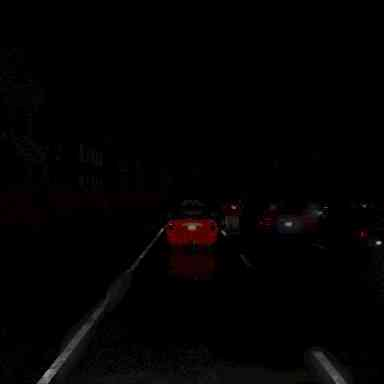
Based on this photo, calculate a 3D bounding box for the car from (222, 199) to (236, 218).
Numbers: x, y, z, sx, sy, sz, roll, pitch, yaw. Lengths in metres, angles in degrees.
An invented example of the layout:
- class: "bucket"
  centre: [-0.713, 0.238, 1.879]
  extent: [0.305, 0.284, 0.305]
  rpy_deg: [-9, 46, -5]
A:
- class: "car"
  centre: [3.500, 1.363, 29.633]
  extent: [2.097, 1.767, 4.553]
  rpy_deg: [0, 0, 0]

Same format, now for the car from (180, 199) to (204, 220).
- class: "car"
  centre: [0.000, 1.482, 29.663]
  extent: [1.882, 1.535, 5.008]
  rpy_deg: [0, 0, 0]

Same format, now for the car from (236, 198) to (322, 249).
- class: "car"
  centre: [3.500, 1.255, 14.693]
  extent: [2.150, 2.045, 5.566]
  rpy_deg: [0, 0, 0]

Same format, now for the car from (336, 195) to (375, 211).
- class: "car"
  centre: [14.000, 1.255, 29.693]
  extent: [2.150, 2.045, 5.566]
  rpy_deg: [0, 0, 0]

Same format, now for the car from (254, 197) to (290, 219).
- class: "car"
  centre: [7.000, 1.364, 29.633]
  extent: [2.097, 1.767, 4.553]
  rpy_deg: [0, 0, 0]

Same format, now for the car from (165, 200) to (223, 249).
- class: "car"
  centre: [0.000, 1.363, 14.633]
  extent: [2.097, 1.767, 4.553]
  rpy_deg: [0, 0, 0]

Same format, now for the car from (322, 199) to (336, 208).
- class: "car"
  centre: [10.500, 1.493, 29.663]
  extent: [2.128, 1.511, 4.902]
  rpy_deg: [0, 0, 0]

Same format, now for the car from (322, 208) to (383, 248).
- class: "car"
  centre: [7.000, 1.614, 14.693]
  extent: [1.895, 1.301, 4.718]
  rpy_deg: [0, 0, 0]
